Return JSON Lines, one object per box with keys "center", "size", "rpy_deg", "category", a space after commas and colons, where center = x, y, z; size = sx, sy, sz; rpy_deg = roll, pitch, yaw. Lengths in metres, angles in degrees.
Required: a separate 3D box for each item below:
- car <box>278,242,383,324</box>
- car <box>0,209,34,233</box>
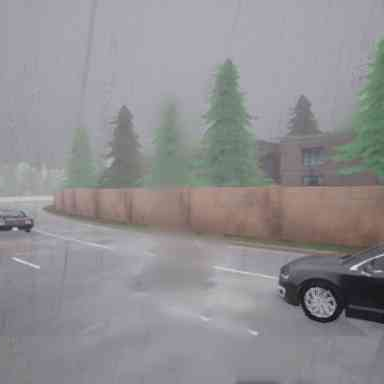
{"center": [3.932, 1.532, 5.615], "size": [4.892, 1.490, 1.837], "rpy_deg": [0, 0, 36], "category": "car"}
{"center": [-10.640, 1.626, 18.893], "size": [1.895, 1.301, 4.718], "rpy_deg": [0, 0, -42], "category": "car"}
